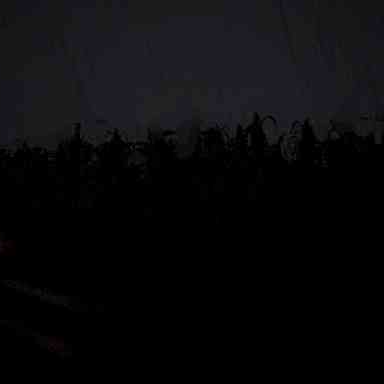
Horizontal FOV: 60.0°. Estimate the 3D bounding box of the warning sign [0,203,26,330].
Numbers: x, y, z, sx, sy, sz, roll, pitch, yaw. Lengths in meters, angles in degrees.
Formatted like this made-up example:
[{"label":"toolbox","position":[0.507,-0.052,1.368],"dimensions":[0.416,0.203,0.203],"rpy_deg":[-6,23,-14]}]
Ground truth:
[{"label":"warning sign","position":[-3.426,1.120,5.023],"dimensions":[1.060,1.860,1.300],"rpy_deg":[0,0,36]}]
